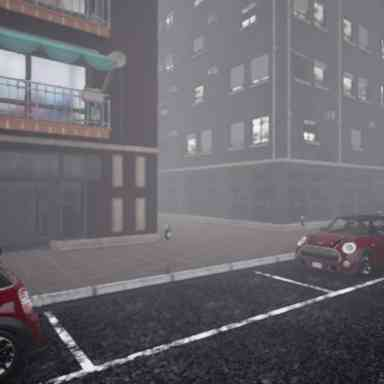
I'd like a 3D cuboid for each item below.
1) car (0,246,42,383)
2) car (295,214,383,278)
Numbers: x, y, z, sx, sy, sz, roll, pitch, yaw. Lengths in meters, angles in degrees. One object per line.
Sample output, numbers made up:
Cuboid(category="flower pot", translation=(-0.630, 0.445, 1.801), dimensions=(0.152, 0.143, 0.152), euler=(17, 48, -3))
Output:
Cuboid(category="car", translation=(-4.026, 1.440, 3.689), dimensions=(4.097, 1.590, 1.967), euler=(0, 0, -35))
Cuboid(category="car", translation=(4.996, 1.446, 10.121), dimensions=(4.097, 1.590, 1.967), euler=(0, 0, -35))
